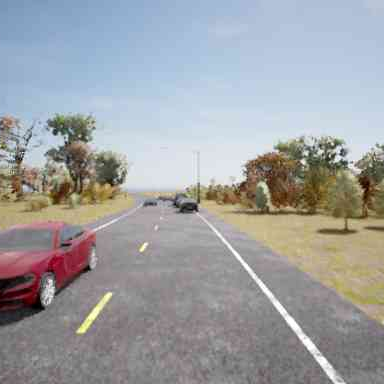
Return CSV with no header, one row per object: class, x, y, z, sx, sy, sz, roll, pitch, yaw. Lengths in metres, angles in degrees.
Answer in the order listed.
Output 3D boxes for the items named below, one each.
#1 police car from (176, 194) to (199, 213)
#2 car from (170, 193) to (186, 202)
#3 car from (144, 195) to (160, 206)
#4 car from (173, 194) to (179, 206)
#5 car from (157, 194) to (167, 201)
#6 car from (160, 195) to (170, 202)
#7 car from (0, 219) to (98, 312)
police car,-0.388,1.391,37.014,1.930,1.638,5.238,0,0,-4
car,-1.859,1.164,52.955,2.150,2.045,5.566,0,0,-6
car,-6.358,1.514,51.438,1.994,1.385,4.181,0,0,-6
car,-1.239,1.457,46.923,1.837,1.490,4.892,0,0,-5
car,-7.783,1.396,87.027,2.128,1.511,4.902,0,0,-11
car,-5.132,1.329,70.925,1.994,1.385,4.181,0,0,-8
car,-3.709,1.476,7.975,1.882,1.535,5.008,0,0,-1
